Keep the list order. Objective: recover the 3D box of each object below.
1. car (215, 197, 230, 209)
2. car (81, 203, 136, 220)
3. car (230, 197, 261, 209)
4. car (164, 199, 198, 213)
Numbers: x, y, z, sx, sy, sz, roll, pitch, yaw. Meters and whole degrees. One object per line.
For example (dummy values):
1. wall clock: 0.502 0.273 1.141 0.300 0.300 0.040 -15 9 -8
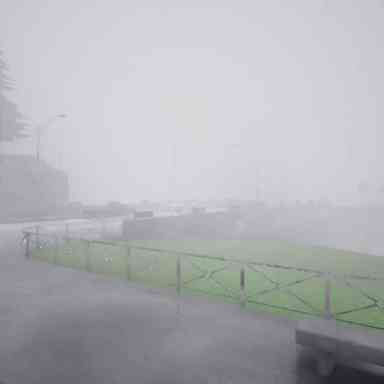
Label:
1. car: 4.955 1.490 45.511 2.128 1.511 4.902 0 0 36
2. car: -7.123 1.601 28.598 1.895 1.301 4.718 0 0 35
3. car: 7.179 1.547 41.435 2.033 1.411 5.357 0 0 35
4. car: -1.156 1.526 36.961 1.812 1.442 4.674 0 0 35
